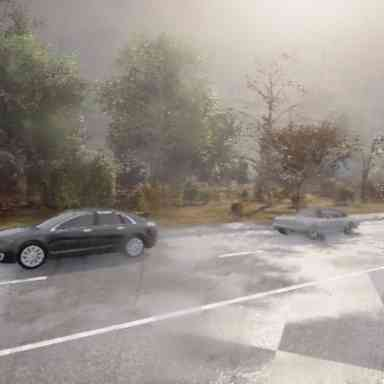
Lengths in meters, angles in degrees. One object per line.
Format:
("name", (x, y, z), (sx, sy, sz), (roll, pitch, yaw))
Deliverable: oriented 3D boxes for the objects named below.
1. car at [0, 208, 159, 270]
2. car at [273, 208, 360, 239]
("car", (-3.391, 1.268, 10.180), (4.892, 1.490, 1.837), (1, 1, -34))
("car", (6.245, 1.466, 16.580), (4.718, 1.301, 1.895), (0, 1, -34))
